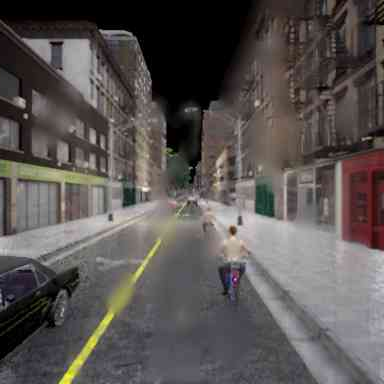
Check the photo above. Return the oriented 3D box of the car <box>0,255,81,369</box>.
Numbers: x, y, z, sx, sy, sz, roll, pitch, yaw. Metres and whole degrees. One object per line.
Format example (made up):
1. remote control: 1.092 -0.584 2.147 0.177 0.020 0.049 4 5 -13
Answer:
1. car: -3.106 1.620 4.271 1.895 1.301 4.718 0 0 0

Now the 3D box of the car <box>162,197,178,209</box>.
1. car: -3.145 1.563 48.158 2.097 1.767 4.553 0 0 0

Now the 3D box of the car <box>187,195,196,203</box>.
1. car: -0.113 1.679 77.065 2.097 1.767 4.553 0 0 0

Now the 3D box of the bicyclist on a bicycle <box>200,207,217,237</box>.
1. bicyclist on a bicycle: 0.783 1.508 15.641 0.866 1.612 1.509 0 0 0

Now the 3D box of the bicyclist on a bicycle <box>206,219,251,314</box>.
1. bicyclist on a bicycle: 0.803 1.467 6.698 0.866 1.612 1.509 0 0 0

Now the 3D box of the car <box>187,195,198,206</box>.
1. car: 0.011 1.789 61.398 1.812 1.442 4.674 0 0 0
